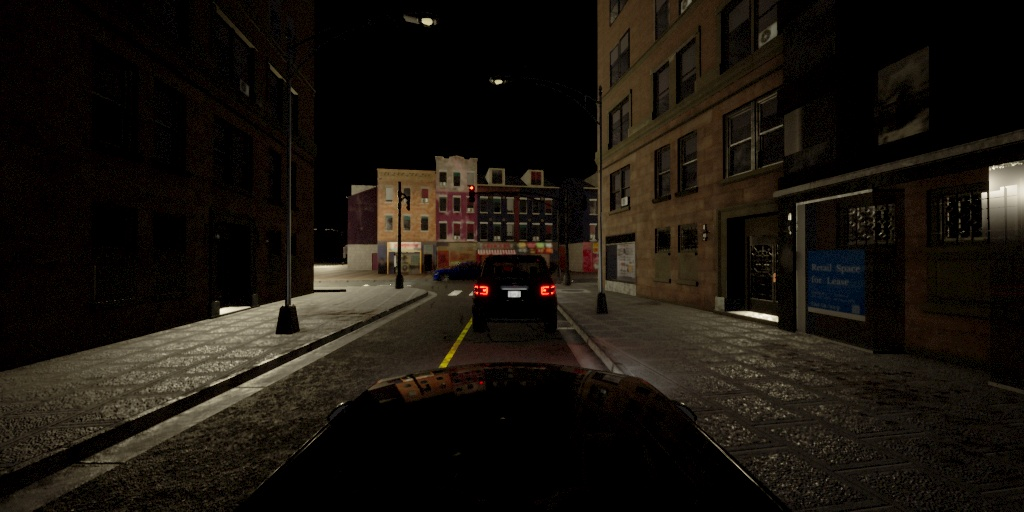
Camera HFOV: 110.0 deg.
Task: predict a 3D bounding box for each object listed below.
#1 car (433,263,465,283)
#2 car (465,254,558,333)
[{"bbox_3d":[-3.574,1.243,27.745,5.008,1.535,1.882,0,0,-10],"label":"car"},{"bbox_3d":[0.096,0.972,10.940,2.150,2.045,5.566,0,0,1],"label":"car"}]
